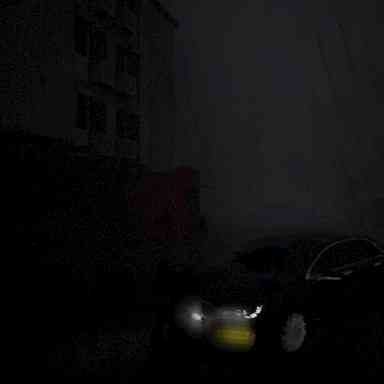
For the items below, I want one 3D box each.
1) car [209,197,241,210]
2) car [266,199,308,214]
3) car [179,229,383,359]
[{"bbox_3d":[4.254,1.478,43.328,1.882,1.535,5.008,0,0,-36],"label":"car"},{"bbox_3d":[9.984,1.526,35.329,1.812,1.442,4.674,0,0,-36],"label":"car"},{"bbox_3d":[2.042,1.505,6.071,4.892,1.490,1.837,0,0,-36],"label":"car"}]
